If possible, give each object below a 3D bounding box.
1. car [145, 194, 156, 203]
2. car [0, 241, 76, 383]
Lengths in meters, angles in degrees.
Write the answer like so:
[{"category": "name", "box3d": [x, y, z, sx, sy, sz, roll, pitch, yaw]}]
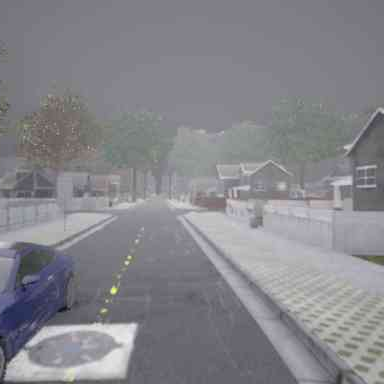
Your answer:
[{"category": "car", "box3d": [-10.501, 1.710, 82.958, 2.097, 1.767, 4.553, 0, 0, -6]}, {"category": "car", "box3d": [-3.144, 1.559, 5.059, 1.812, 1.442, 4.674, 0, 0, -4]}]
